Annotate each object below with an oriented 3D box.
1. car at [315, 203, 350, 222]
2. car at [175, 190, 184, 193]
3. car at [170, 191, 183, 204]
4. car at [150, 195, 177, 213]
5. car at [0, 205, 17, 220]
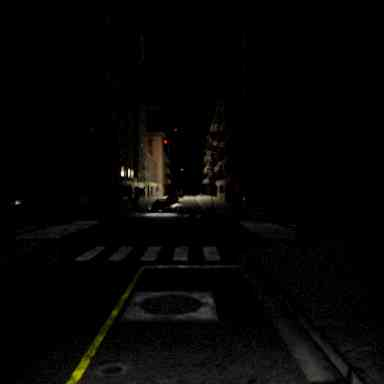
[{"bbox_3d":[11.527,1.354,24.148,4.829,1.417,1.752,0,0,0],"label":"car"},{"bbox_3d":[-3.093,0.581,75.889,2.150,2.045,5.566,0,1,0],"label":"car"},{"bbox_3d":[-2.986,1.106,52.630,2.128,1.511,4.902,0,1,0],"label":"car"},{"bbox_3d":[-2.904,1.300,32.777,2.033,1.411,5.357,0,1,0],"label":"car"},{"bbox_3d":[-15.356,1.342,24.065,4.829,1.417,1.752,0,0,0],"label":"car"}]
